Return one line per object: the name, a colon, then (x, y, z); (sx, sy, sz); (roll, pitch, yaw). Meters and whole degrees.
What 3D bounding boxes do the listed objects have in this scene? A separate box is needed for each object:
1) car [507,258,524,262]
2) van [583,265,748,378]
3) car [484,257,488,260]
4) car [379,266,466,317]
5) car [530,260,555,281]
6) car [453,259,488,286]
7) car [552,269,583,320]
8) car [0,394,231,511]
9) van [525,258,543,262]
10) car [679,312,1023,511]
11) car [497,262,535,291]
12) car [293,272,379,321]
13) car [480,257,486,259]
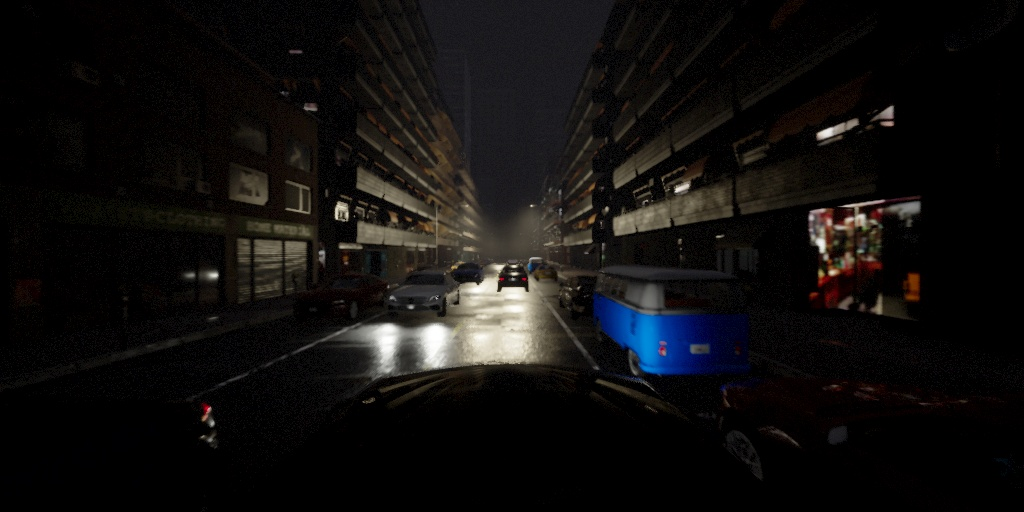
car: (0.120, 1.235, 47.191); (2.128, 1.511, 4.902); (0, 0, 0)
van: (2.692, 1.089, 6.968); (1.690, 1.789, 3.998); (0, 0, 0)
car: (-5.665, 1.290, 62.219); (1.888, 1.381, 4.507); (0, 0, 0)
car: (-3.046, 1.272, 13.231); (1.812, 1.442, 4.674); (0, 0, 1)
car: (2.701, 1.269, 29.232); (1.751, 1.417, 4.829); (0, 0, 0)
car: (-3.044, 1.221, 25.600); (1.882, 1.535, 5.008); (0, 0, 0)
car: (2.694, 1.312, 12.492); (1.948, 1.339, 4.313); (0, 0, 0)
car: (-3.076, 1.315, 0.896); (1.994, 1.385, 4.181); (0, 0, 0)
van: (2.706, 1.084, 40.109); (1.690, 1.789, 3.998); (0, 0, 0)
car: (2.689, 1.295, 1.445); (1.888, 1.381, 4.507); (0, 0, 0)
car: (0.077, 1.292, 21.591); (2.033, 1.411, 5.357); (0, 0, 0)
car: (-5.687, 1.291, 12.508); (1.888, 1.381, 4.507); (0, 0, 0)
car: (-5.668, 1.310, 56.695); (1.948, 1.339, 4.313); (0, 0, 0)
